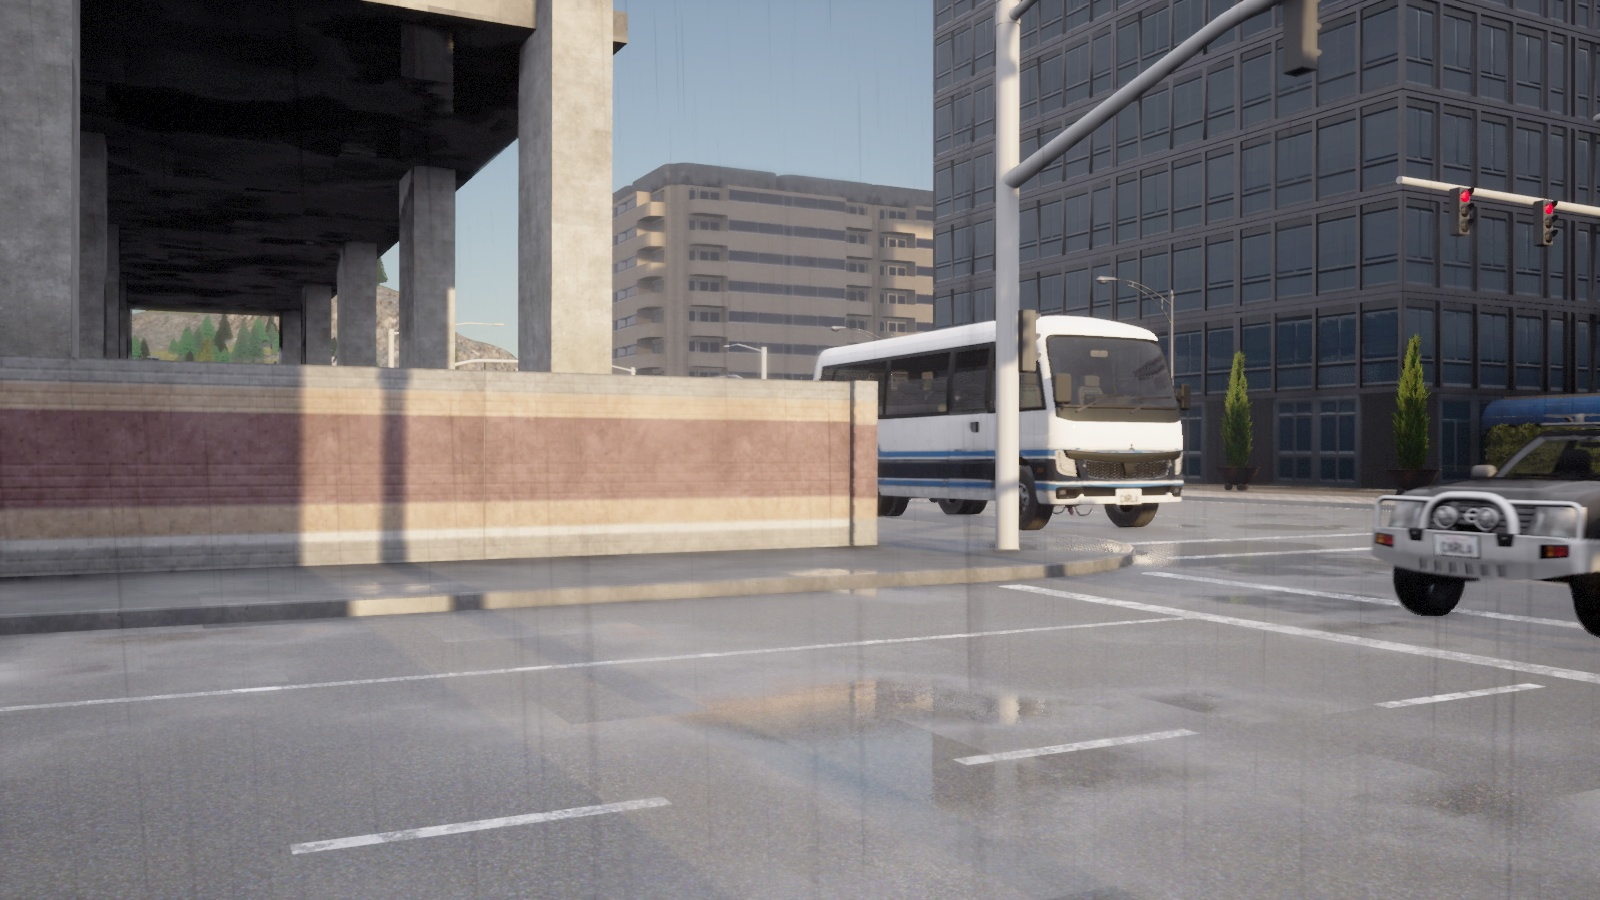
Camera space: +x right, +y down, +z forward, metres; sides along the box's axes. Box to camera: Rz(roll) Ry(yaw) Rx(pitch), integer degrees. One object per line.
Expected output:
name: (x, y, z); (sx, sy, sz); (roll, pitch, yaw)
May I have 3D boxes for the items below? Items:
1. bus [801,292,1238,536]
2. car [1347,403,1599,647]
bus: (4.137, -0.573, 27.354); (3.944, 4.253, 10.273); (0, -1, -27)
car: (7.401, 0.574, 11.495); (4.605, 1.855, 1.932); (0, 0, -28)
